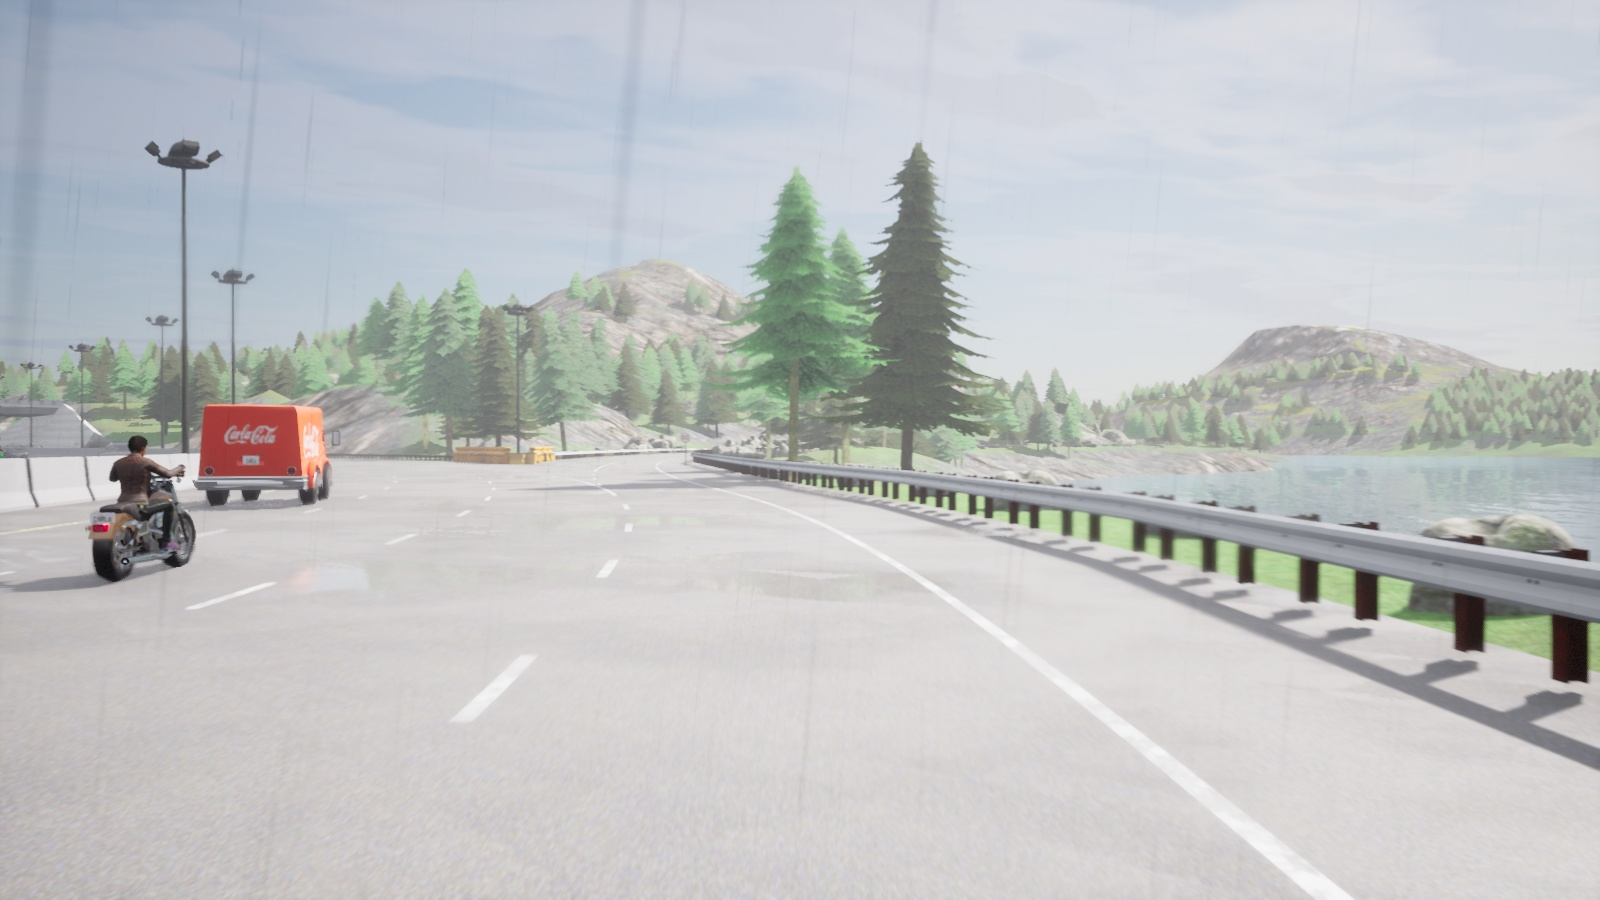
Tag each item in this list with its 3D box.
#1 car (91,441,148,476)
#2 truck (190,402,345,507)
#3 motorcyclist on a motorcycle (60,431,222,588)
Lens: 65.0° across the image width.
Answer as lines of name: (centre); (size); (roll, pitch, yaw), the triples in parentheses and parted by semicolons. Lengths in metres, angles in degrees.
car: (-33.487, 0.376, 61.928); (2.033, 1.649, 4.856); (0, 0, -23)
truck: (-13.441, 0.099, 32.115); (2.627, 2.467, 5.204); (0, 0, -11)
motorcyclist on a motorcycle: (-7.508, 0.626, 14.459); (0.766, 1.649, 2.350); (-1, 0, -5)
